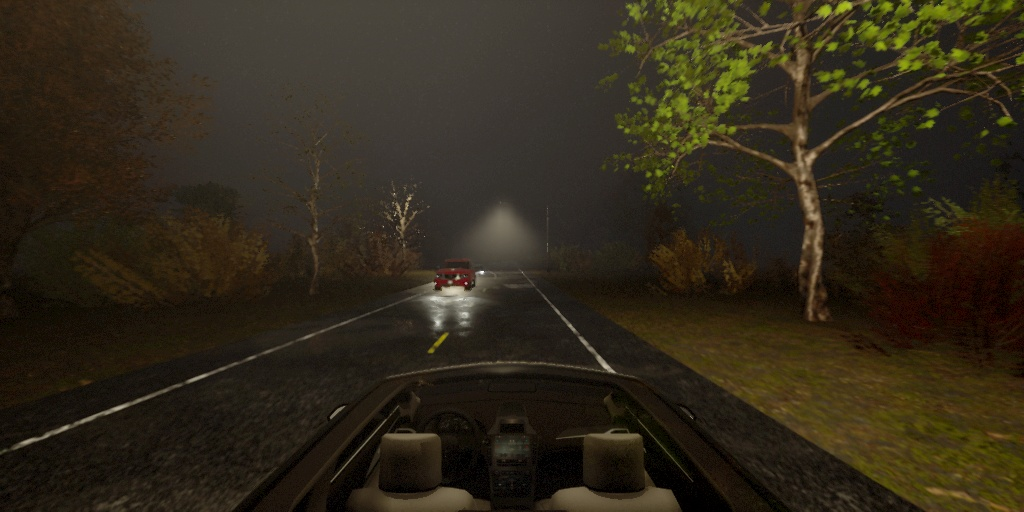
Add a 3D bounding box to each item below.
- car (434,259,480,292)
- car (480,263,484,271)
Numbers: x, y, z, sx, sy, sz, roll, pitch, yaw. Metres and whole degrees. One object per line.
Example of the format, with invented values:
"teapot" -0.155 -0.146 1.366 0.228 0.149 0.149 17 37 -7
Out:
"car" -3.648 1.205 23.872 2.150 2.045 5.566 0 0 0
"car" -5.990 1.954 63.134 1.895 1.301 4.718 0 -1 -6
